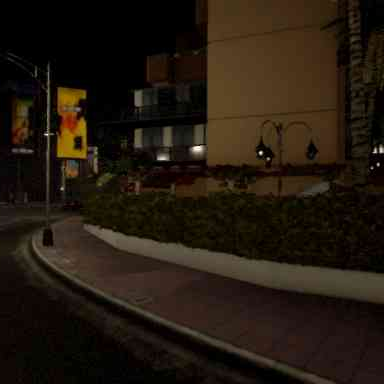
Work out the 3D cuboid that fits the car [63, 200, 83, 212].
[{"bbox_3d":[-14.580,1.708,42.169,2.128,1.511,4.902,0,0,5],"label":"car"}]
